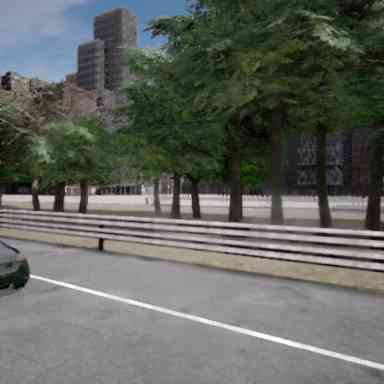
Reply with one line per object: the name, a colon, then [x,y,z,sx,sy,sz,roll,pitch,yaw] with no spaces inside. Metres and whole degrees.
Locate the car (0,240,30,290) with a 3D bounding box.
car: [-5.745,1.572,7.908,4.181,1.385,1.994,0,0,34]
